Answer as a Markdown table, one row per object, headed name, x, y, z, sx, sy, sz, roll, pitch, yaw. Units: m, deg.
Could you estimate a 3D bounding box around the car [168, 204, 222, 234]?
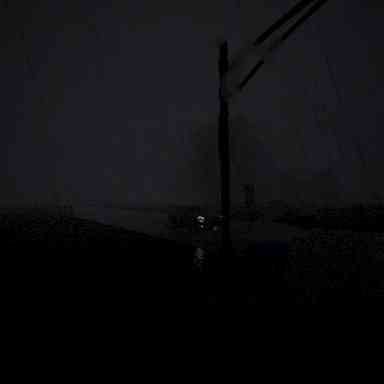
| name | x | y | z | sx | sy | sz | roll | pitch | yaw |
| --- | --- | --- | --- | --- | --- | --- | --- | --- | --- |
| car | 0.222 | 1.608 | 21.558 | 2.097 | 1.767 | 4.553 | -1 | 0 | -31 |
